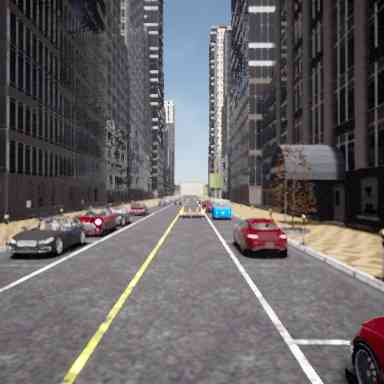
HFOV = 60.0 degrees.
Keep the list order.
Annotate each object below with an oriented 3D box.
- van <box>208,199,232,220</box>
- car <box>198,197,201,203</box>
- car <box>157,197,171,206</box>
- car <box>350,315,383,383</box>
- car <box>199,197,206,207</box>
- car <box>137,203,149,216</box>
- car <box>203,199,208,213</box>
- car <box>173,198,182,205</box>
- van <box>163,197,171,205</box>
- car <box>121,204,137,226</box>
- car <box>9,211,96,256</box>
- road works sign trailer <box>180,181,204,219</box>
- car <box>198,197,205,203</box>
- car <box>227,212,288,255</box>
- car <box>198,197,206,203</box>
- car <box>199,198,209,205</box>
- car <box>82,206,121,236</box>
[{"bbox_3d":[2.695,1.597,30.682,1.690,1.788,3.998,0,0,0],"label":"van"},{"bbox_3d":[2.702,2.113,70.526,2.008,1.369,4.403,0,0,0],"label":"car"},{"bbox_3d":[-5.680,2.073,64.839,2.008,1.369,4.403,0,0,0],"label":"car"},{"bbox_3d":[2.689,1.603,2.216,1.802,1.307,4.206,0,-1,0],"label":"car"},{"bbox_3d":[2.700,2.060,59.141,1.802,1.307,4.206,0,0,0],"label":"car"},{"bbox_3d":[-5.685,1.883,36.376,1.802,1.307,4.206,0,0,0],"label":"car"},{"bbox_3d":[2.697,1.927,42.064,1.802,1.307,4.206,0,0,0],"label":"car"},{"bbox_3d":[-2.988,2.093,71.685,2.128,1.511,4.902,0,0,0],"label":"car"},{"bbox_3d":[-5.678,1.943,76.225,1.690,1.788,3.998,0,0,0],"label":"van"},{"bbox_3d":[-5.687,1.762,24.992,2.008,1.369,4.403,0,0,0],"label":"car"},{"bbox_3d":[-5.689,1.672,13.607,2.008,1.369,4.403,0,0,0],"label":"car"},{"bbox_3d":[0.005,0.736,32.708,2.380,3.560,2.880,0,0,0],"label":"road works sign trailer"},{"bbox_3d":[2.706,2.149,93.296,1.967,1.590,4.097,0,0,0],"label":"car"},{"bbox_3d":[2.692,1.702,13.604,1.802,1.307,4.206,0,0,0],"label":"car"},{"bbox_3d":[2.705,2.114,87.604,1.967,1.590,4.097,0,0,0],"label":"car"},{"bbox_3d":[2.703,2.152,76.218,2.008,1.369,4.403,0,0,0],"label":"car"},{"bbox_3d":[-5.688,1.607,19.301,1.967,1.590,4.097,0,0,0],"label":"car"}]
